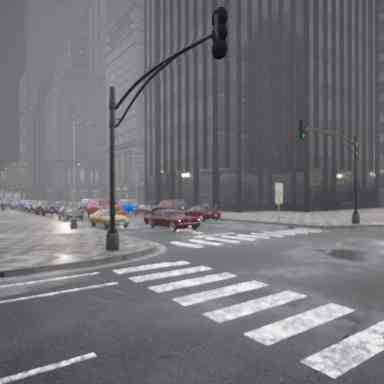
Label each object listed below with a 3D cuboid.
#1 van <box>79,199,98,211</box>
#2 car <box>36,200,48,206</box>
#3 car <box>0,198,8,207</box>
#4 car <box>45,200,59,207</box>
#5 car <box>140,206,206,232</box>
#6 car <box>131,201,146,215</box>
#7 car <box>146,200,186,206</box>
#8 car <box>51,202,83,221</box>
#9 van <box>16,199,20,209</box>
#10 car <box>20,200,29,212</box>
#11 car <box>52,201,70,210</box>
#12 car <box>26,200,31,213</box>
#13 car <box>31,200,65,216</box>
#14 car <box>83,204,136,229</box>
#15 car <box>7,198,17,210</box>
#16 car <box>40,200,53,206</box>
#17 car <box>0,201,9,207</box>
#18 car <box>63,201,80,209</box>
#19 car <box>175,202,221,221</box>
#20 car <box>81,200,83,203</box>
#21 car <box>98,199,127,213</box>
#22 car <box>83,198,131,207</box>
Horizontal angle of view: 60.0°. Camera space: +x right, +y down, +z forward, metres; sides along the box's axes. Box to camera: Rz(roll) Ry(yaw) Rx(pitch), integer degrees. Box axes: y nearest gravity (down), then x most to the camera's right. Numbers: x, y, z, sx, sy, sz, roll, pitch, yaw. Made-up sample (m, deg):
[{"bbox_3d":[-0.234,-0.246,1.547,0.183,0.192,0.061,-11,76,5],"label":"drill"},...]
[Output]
[{"bbox_3d":[-16.951,2.057,54.439,1.690,1.788,3.998,-1,0,-35],"label":"van"},{"bbox_3d":[-37.640,2.730,83.497,2.008,1.369,4.403,-1,0,-35],"label":"car"},{"bbox_3d":[-41.172,2.678,73.748,1.887,1.381,4.507,-1,0,-35],"label":"car"},{"bbox_3d":[-31.613,2.615,75.015,1.947,1.339,4.313,-1,0,-35],"label":"car"},{"bbox_3d":[-1.397,1.859,22.387,1.895,1.301,4.718,0,-1,-35],"label":"car"},{"bbox_3d":[-5.179,2.024,37.838,1.802,1.307,4.206,-1,0,-35],"label":"car"},{"bbox_3d":[-2.243,1.687,33.688,2.192,1.841,5.009,-1,0,-35],"label":"car"},{"bbox_3d":[-11.913,2.014,32.572,2.008,1.369,4.403,-1,0,-35],"label":"car"},{"bbox_3d":[-26.068,2.134,52.486,1.690,1.788,3.998,-1,0,-35],"label":"van"},{"bbox_3d":[-23.235,2.167,48.503,1.967,1.590,4.097,-1,0,-35],"label":"car"},{"bbox_3d":[-22.933,2.288,58.045,1.882,1.535,5.008,0,-1,-35],"label":"car"},{"bbox_3d":[-20.404,2.206,44.521,1.887,1.381,4.507,-1,0,-35],"label":"car"},{"bbox_3d":[-17.578,1.911,40.538,2.192,1.841,5.009,-1,0,-35],"label":"car"},{"bbox_3d":[-6.155,1.853,24.468,1.752,1.417,4.829,-1,0,-35],"label":"car"},{"bbox_3d":[-31.829,2.365,60.597,1.967,1.590,4.097,-1,0,-35],"label":"car"},{"bbox_3d":[-34.627,2.681,79.257,1.947,1.339,4.313,-1,0,-35],"label":"car"},{"bbox_3d":[-44.285,2.782,78.131,1.802,1.307,4.206,-1,0,-35],"label":"car"},{"bbox_3d":[-22.573,2.427,62.293,1.802,1.307,4.206,-1,0,-35],"label":"car"},{"bbox_3d":[0.704,1.847,29.537,1.887,1.381,4.507,-1,0,-35],"label":"car"},{"bbox_3d":[-16.943,2.273,49.667,1.895,1.301,4.718,0,-1,-35],"label":"car"},{"bbox_3d":[-11.068,1.894,46.139,2.192,1.841,5.009,-1,0,-35],"label":"car"},{"bbox_3d":[-8.374,1.642,32.206,2.150,2.045,5.566,0,0,-35],"label":"car"}]
